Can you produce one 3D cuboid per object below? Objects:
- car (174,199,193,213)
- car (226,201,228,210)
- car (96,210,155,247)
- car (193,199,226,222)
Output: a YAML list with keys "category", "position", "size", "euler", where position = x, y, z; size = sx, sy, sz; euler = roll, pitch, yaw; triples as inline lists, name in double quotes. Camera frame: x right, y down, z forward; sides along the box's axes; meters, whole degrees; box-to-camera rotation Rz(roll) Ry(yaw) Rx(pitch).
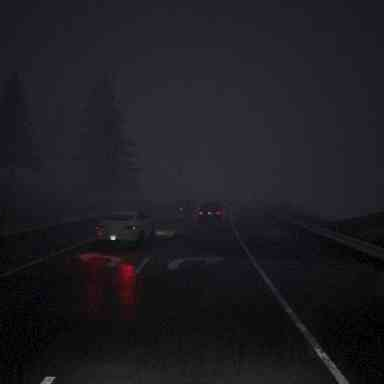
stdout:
- category: "car"
  position: [-0.792, 1.492, 36.573]
  size: [1.837, 1.490, 4.892]
  euler: [0, 0, 8]
- category: "car"
  position: [3.642, 1.590, 42.671]
  size: [1.895, 1.301, 4.718]
  euler: [0, 0, 9]
- category: "car"
  position: [-2.881, 1.518, 15.007]
  size: [1.812, 1.442, 4.674]
  euler: [0, 0, 3]
- category: "car"
  position: [1.478, 1.540, 26.025]
  size: [2.033, 1.411, 5.357]
  euler: [0, 0, 5]
